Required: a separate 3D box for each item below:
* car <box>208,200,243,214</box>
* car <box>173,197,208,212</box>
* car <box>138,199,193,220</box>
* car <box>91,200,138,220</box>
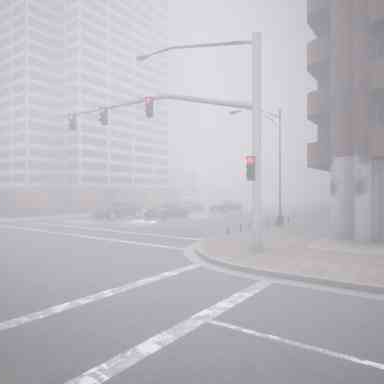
[{"bbox_3d":[3.761,1.601,36.259,1.895,1.301,4.718,0,0,35],"label":"car"},{"bbox_3d":[-0.500,1.564,36.290,1.994,1.385,4.181,0,0,35],"label":"car"},{"bbox_3d":[-2.111,1.564,27.924,1.994,1.385,4.181,0,0,35],"label":"car"},{"bbox_3d":[-6.221,1.505,28.164,1.837,1.490,4.892,0,0,35],"label":"car"}]
